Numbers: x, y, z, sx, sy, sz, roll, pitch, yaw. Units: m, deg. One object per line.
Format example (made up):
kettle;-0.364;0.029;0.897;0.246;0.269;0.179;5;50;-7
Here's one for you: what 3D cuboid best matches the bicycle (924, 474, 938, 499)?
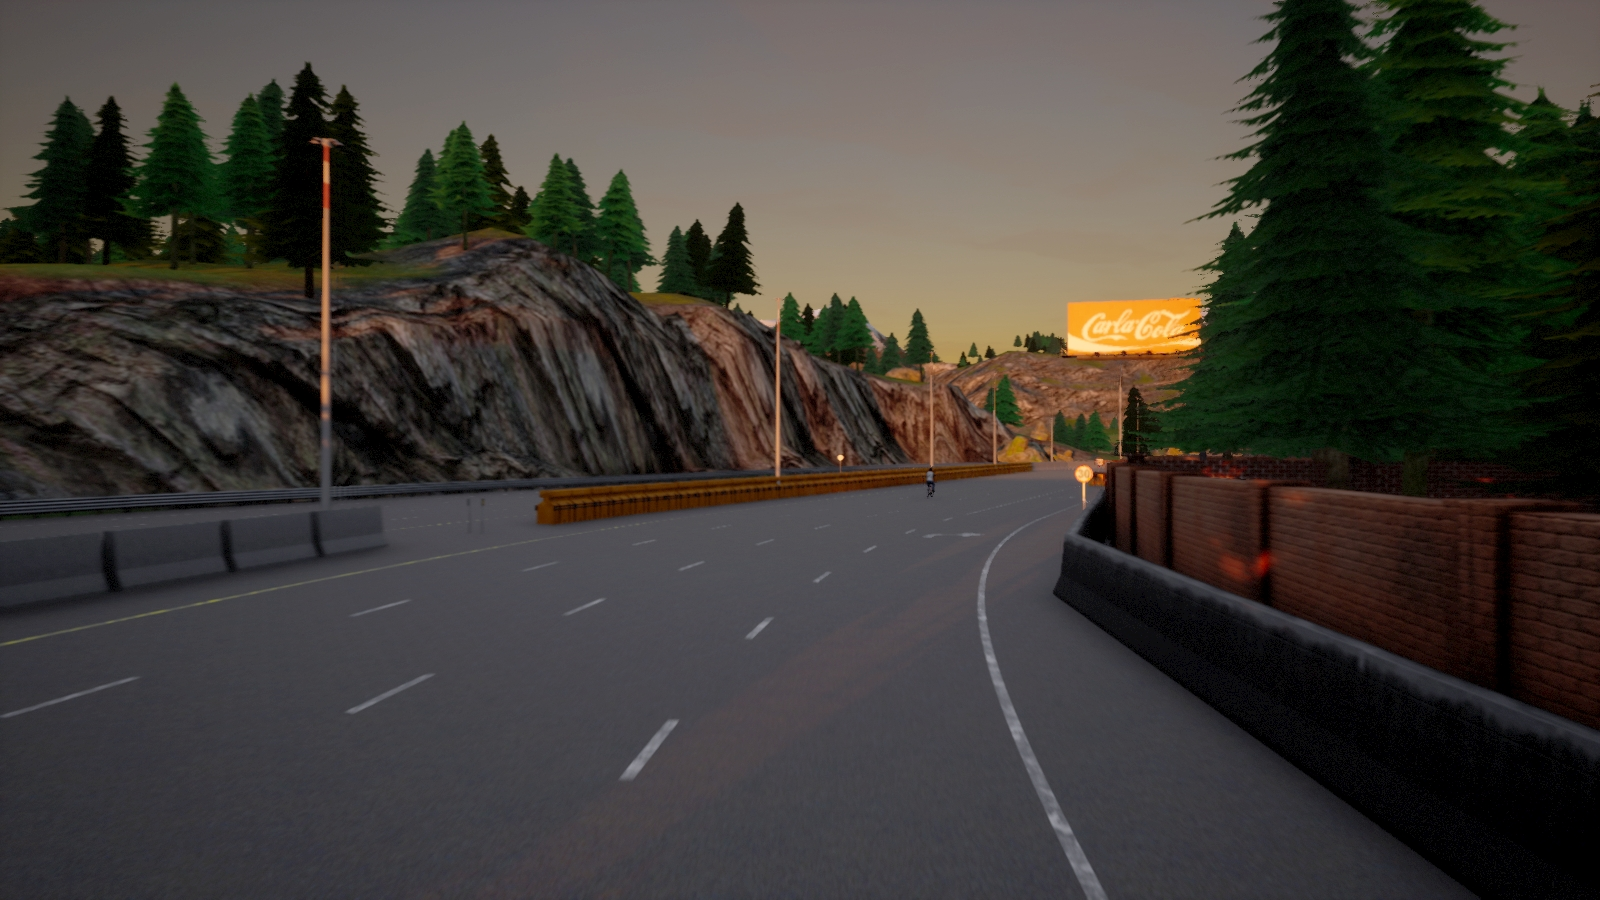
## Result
bicycle;7.542;2.111;65.825;0.373;1.414;1.643;0;0;20
